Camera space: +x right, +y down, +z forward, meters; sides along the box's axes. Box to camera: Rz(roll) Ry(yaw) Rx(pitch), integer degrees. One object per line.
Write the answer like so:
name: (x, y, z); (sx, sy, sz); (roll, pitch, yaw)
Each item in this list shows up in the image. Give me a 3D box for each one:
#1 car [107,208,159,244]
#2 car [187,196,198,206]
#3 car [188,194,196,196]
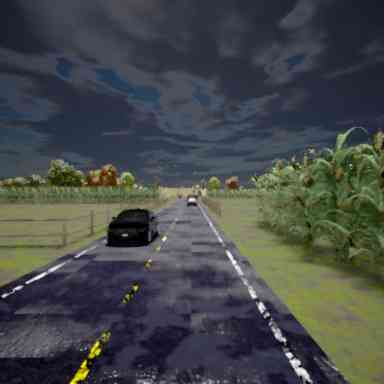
car: (-2.776, 1.558, 16.456); (1.882, 1.535, 5.008); (0, 0, 1)
car: (0.028, 1.880, 61.488); (1.895, 1.301, 4.718); (0, 0, 0)
car: (0.033, 1.437, 71.491); (2.150, 2.045, 5.566); (0, 0, 0)
